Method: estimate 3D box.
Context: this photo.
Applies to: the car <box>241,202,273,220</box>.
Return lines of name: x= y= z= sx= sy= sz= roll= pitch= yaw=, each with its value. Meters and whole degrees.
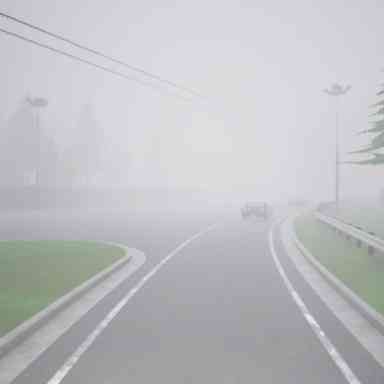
car: x=5.246 y=1.438 z=26.318 sx=1.895 sy=1.301 sz=4.718 roll=0 pitch=0 yaw=20

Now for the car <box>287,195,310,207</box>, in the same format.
car: x=14.517 y=1.336 z=45.743 sx=1.895 sy=1.301 sz=4.718 roll=0 pitch=0 yaw=28
